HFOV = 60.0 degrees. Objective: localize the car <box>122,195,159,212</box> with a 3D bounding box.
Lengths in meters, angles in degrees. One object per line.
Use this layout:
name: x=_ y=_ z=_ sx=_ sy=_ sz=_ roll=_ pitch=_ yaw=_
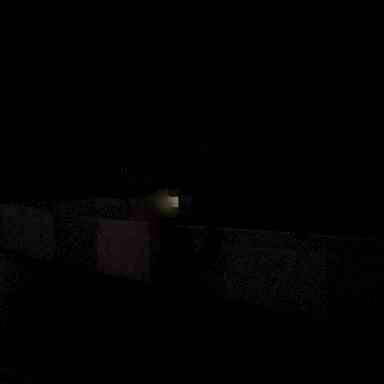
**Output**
car: x=-5.129 y=1.150 z=30.625 sx=2.097 sy=1.767 sz=4.553 roll=-2 pitch=-1 yaw=35
